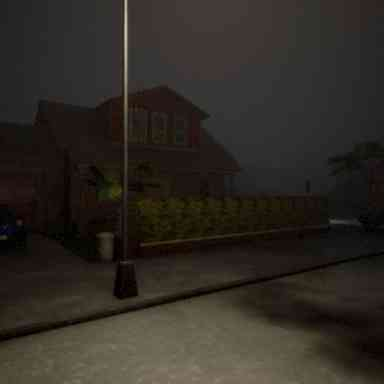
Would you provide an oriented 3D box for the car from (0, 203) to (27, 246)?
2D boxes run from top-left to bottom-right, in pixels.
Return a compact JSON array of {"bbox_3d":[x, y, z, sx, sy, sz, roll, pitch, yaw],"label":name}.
[{"bbox_3d":[-7.299,1.173,12.251,1.845,1.501,3.633,0,0,-38],"label":"car"}]
